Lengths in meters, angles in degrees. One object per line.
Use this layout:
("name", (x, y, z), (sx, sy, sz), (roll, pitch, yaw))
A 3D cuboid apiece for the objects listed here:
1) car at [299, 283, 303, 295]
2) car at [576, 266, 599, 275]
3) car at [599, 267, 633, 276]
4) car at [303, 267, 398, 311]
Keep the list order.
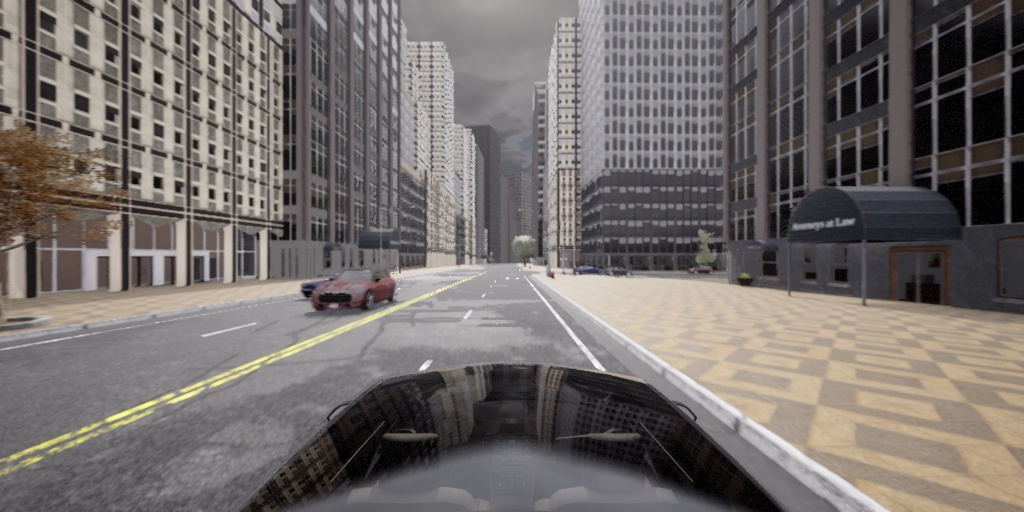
("car", (-9.847, 1.615, 20.309), (1.895, 1.301, 4.718), (0, -1, 0))
("car", (12.262, 2.253, 56.599), (4.674, 1.442, 1.812), (1, 0, -1))
("car", (15.926, 2.321, 53.825), (4.403, 1.370, 2.007), (0, 0, -1))
("car", (-6.597, 1.298, 15.548), (2.097, 1.767, 4.553), (0, -1, 0))
